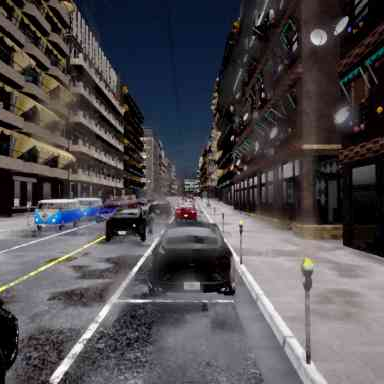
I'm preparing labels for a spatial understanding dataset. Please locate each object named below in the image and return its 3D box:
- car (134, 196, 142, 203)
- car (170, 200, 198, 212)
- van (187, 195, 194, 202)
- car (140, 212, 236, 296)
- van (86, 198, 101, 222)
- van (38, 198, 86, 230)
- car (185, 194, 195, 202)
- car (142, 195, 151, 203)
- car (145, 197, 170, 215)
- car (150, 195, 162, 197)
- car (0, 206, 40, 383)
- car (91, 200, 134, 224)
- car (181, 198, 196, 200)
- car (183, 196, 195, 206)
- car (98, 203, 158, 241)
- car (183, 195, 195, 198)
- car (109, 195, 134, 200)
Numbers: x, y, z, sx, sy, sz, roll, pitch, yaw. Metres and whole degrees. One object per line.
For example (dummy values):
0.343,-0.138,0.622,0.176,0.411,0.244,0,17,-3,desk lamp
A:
-8.313,1.379,42.876,2.192,1.841,5.009,1,0,0,car
-0.437,1.572,26.224,1.887,1.381,4.507,1,0,0,car
-0.473,1.575,87.068,1.690,1.788,3.998,1,0,0,van
0.000,1.509,8.653,1.837,1.490,4.892,0,0,0,car
-8.313,1.368,26.285,1.690,1.788,3.998,1,0,0,van
-8.312,1.359,20.753,1.690,1.788,3.998,2,0,0,van
-0.472,1.521,81.536,2.192,1.841,5.009,1,0,0,car
-8.321,1.660,53.938,1.947,1.339,4.313,1,0,0,car
-2.929,1.514,31.249,1.882,1.535,5.008,0,0,0,car
-8.317,1.471,70.528,2.192,1.841,5.009,1,0,0,car
-2.924,1.223,1.174,2.150,2.045,5.566,0,0,0,car
-5.869,1.550,25.164,1.812,1.442,4.674,0,0,0,car
-0.438,1.582,31.754,1.887,1.381,4.507,1,0,0,car
-0.472,1.553,59.411,1.967,1.590,4.097,1,0,0,car
-3.020,1.516,16.791,1.837,1.490,4.892,0,0,0,car
-0.428,1.490,37.286,1.967,1.590,4.097,1,0,0,car
-8.313,1.365,37.346,2.192,1.841,5.009,1,0,0,car
